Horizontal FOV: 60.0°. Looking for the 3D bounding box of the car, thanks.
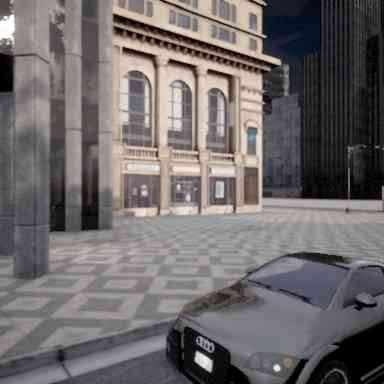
[{"bbox_3d":[1.744,1.594,4.621,4.181,1.385,1.994,1,0,-35],"label":"car"}]
